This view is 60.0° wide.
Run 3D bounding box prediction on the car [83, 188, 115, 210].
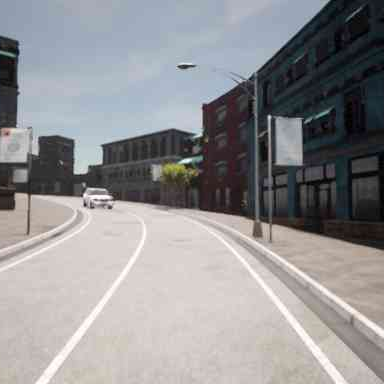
[{"bbox_3d":[-9.563,0.661,33.877,2.150,2.045,5.566,2,1,-28],"label":"car"}]
